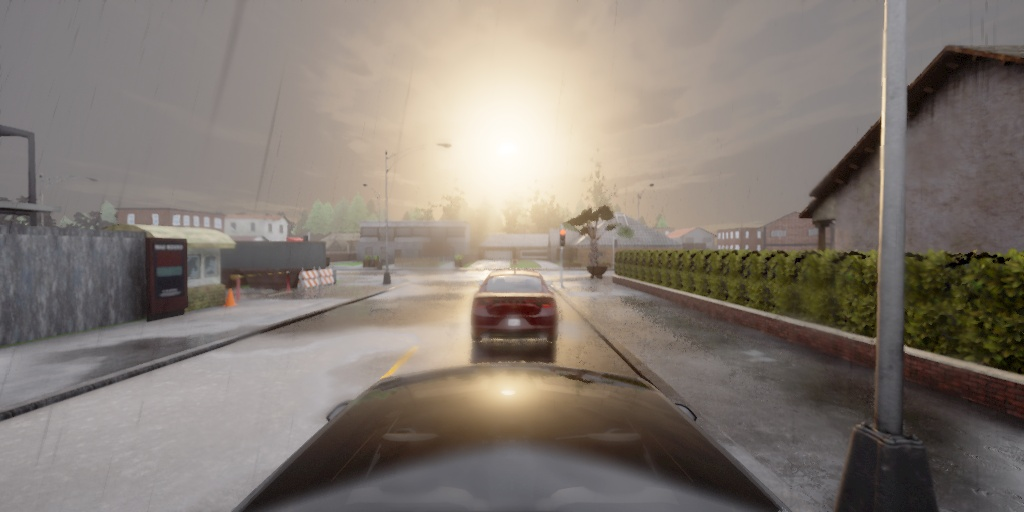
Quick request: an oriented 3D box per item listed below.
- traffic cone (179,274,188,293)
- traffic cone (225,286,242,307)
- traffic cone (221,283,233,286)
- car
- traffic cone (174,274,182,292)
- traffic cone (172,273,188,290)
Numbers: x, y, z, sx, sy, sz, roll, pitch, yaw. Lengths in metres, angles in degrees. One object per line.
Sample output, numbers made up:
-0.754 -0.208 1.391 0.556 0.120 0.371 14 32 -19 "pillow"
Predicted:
-15.203 1.290 16.861 0.344 0.586 0.344 0 0 0 "traffic cone"
-9.621 1.409 12.269 0.344 0.586 0.344 0 0 0 "traffic cone"
-10.339 1.370 12.792 0.344 0.586 0.344 0 0 0 "traffic cone"
0.079 1.091 9.414 1.882 1.535 5.008 0 1 1 "car"
-15.771 1.280 17.224 0.344 0.586 0.344 0 0 0 "traffic cone"
-16.806 1.286 18.229 0.344 0.586 0.344 0 0 0 "traffic cone"
